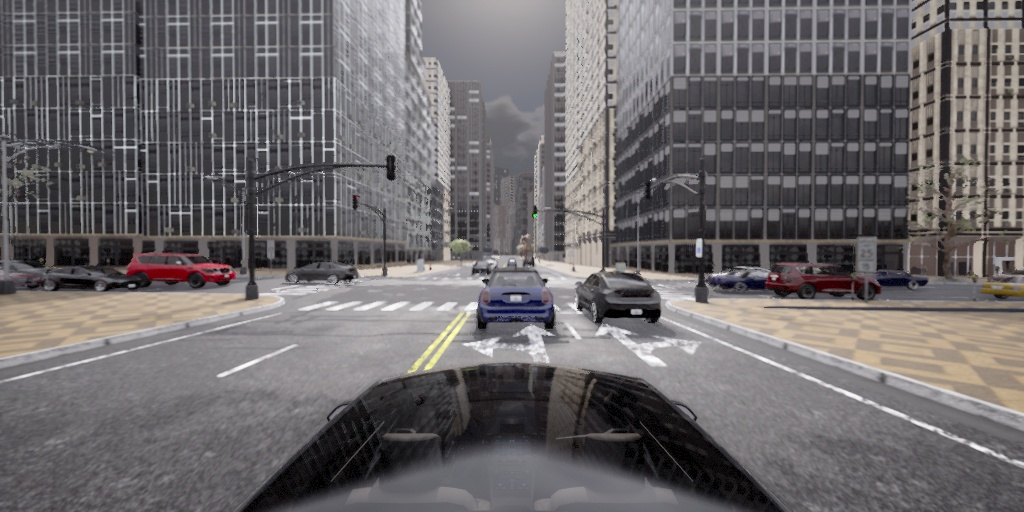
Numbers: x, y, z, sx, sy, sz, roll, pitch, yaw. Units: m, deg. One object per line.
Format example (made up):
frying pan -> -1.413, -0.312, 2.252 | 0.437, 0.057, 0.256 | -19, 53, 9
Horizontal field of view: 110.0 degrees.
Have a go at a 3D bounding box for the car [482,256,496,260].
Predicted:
car -> -3.317, 1.018, 49.750 | 2.150, 2.045, 5.566 | 0, 0, 0

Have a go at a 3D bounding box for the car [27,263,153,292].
car -> -22.727, 1.213, 19.428 | 4.313, 1.339, 1.948 | 0, 0, 1

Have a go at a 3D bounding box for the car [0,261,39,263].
car -> -30.636, 1.042, 22.298 | 4.892, 1.490, 1.837 | 1, 1, 1

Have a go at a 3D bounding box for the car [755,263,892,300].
car -> 16.198, 1.305, 18.891 | 5.009, 1.841, 2.192 | 0, 0, 1

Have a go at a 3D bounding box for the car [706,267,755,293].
car -> 14.816, 1.537, 21.808 | 4.718, 1.301, 1.895 | 1, 1, 4

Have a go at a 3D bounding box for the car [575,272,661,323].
car -> 3.351, 1.268, 12.082 | 1.837, 1.490, 4.892 | 0, 0, 0

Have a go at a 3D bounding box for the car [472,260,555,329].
car -> 0.104, 1.114, 11.401 | 2.097, 1.767, 4.553 | 0, 0, 0

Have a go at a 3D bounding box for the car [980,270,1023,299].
car -> 27.646, 1.614, 18.691 | 4.829, 1.417, 1.751 | 0, 0, 1

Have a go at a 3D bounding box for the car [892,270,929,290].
car -> 25.110, 1.586, 24.516 | 4.718, 1.301, 1.895 | 0, 1, 1

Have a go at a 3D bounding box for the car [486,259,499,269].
car -> -3.240, 1.307, 60.130 | 1.837, 1.490, 4.892 | 0, 0, 0

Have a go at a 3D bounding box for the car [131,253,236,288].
car -> -20.276, 0.852, 22.082 | 5.566, 2.045, 2.150 | 0, 1, 1

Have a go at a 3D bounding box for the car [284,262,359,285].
car -> -13.240, 1.154, 24.983 | 4.892, 1.490, 1.837 | 1, 0, 6

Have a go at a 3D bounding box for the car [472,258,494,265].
car -> -3.334, 1.268, 39.801 | 1.882, 1.535, 5.008 | 0, 0, 0

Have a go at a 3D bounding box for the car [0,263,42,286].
car -> -28.411, 1.178, 19.563 | 4.207, 1.307, 1.802 | 0, 0, 1
